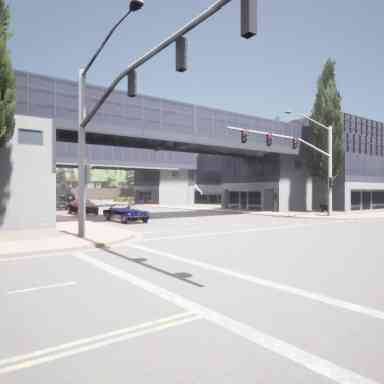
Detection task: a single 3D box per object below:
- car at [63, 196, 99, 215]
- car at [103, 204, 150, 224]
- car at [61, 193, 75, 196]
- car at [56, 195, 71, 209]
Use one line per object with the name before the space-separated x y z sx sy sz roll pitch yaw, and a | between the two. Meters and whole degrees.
car | -10.893 1.478 33.120 1.882 1.535 5.008 0 0 -36
car | -4.993 1.601 25.019 1.895 1.301 4.718 0 0 -36
car | -23.774 1.221 63.014 2.150 2.045 5.566 0 0 -36
car | -16.804 1.505 41.248 1.837 1.490 4.892 0 0 -36
